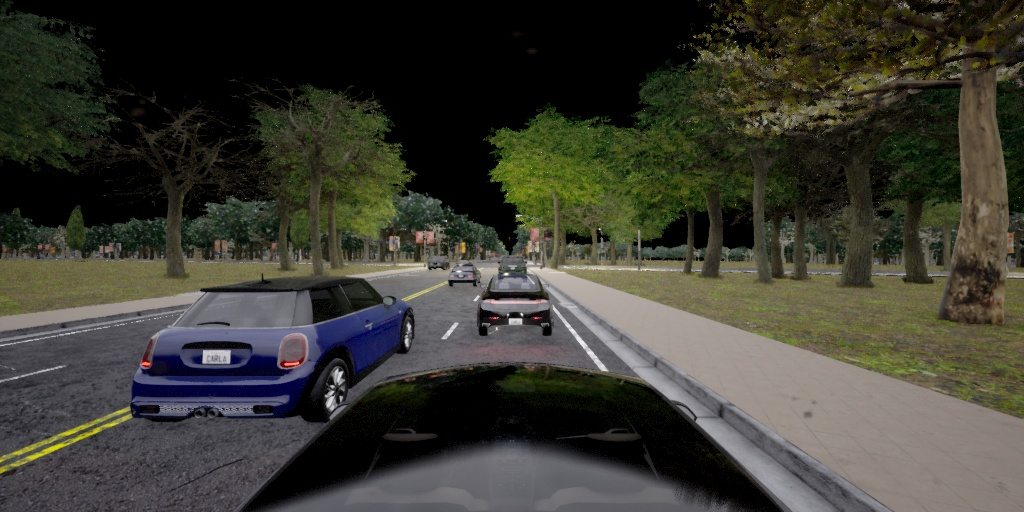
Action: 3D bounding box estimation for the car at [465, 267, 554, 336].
[{"bbox_3d":[0.081,1.242,10.374,2.128,1.511,4.902,0,0,0],"label":"car"}]

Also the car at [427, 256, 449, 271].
[{"bbox_3d":[-9.916,1.004,48.929,2.150,2.045,5.566,0,0,0],"label":"car"}]

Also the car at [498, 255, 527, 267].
[{"bbox_3d":[0.045,0.979,28.429,2.150,2.045,5.566,0,0,0],"label":"car"}]

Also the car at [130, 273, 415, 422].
[{"bbox_3d":[-3.158,1.102,5.969,2.097,1.767,4.553,0,0,0],"label":"car"}]

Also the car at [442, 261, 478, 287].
[{"bbox_3d":[-3.195,1.301,24.798,2.033,1.411,5.357,0,0,0],"label":"car"}]
